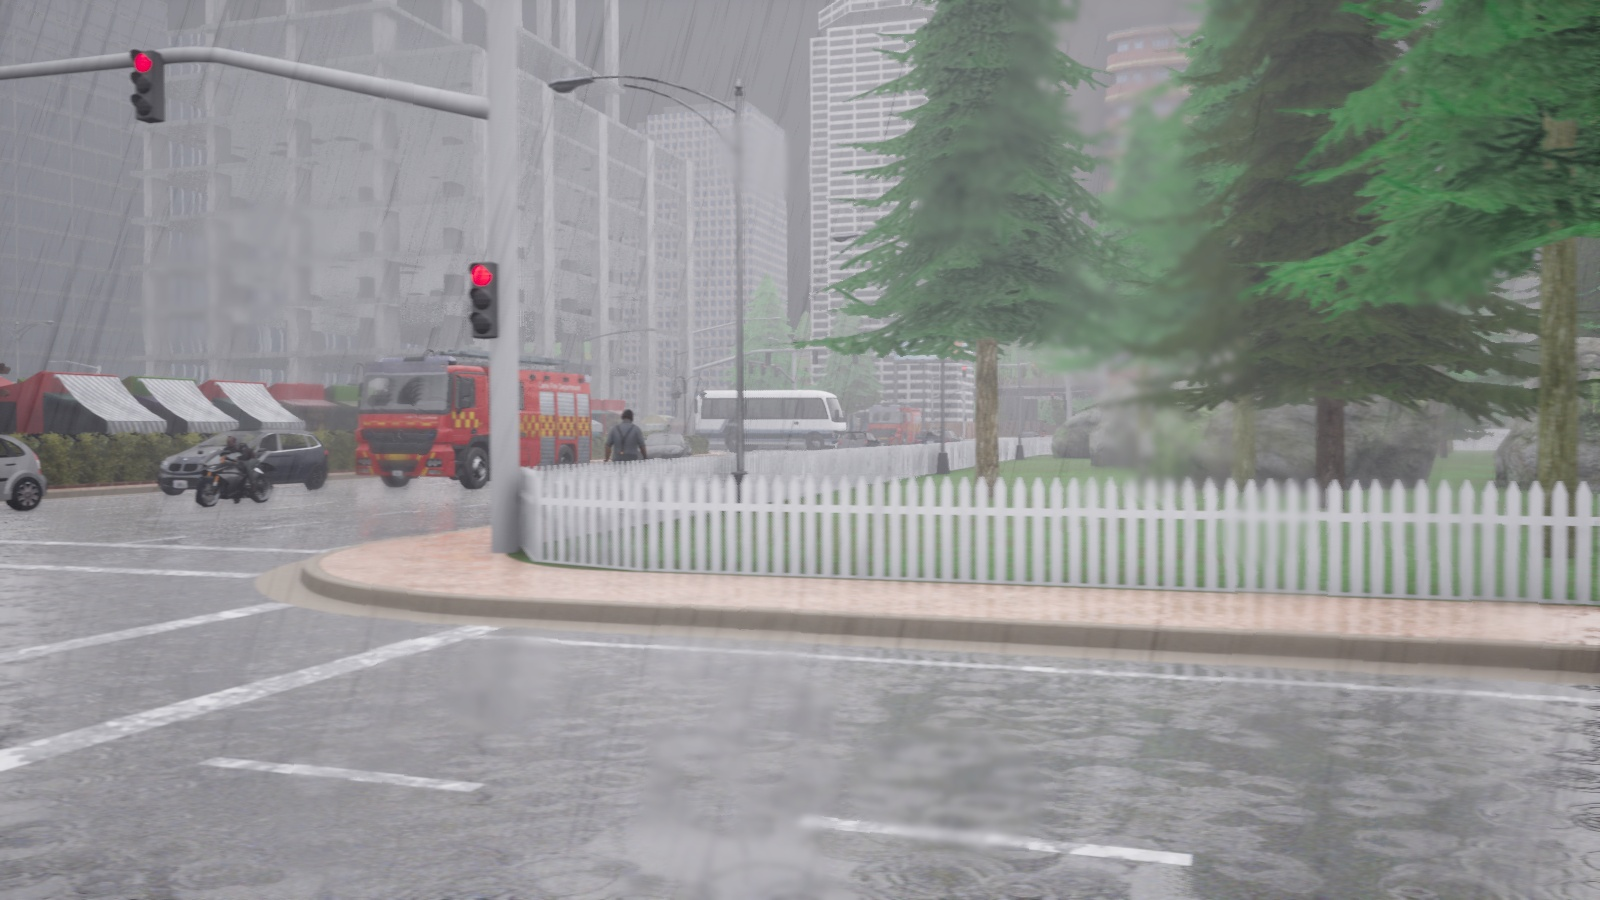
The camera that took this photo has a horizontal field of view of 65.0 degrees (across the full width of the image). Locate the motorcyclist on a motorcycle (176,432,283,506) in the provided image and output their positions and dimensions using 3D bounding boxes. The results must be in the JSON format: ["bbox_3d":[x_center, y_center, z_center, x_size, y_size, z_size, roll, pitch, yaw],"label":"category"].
[{"bbox_3d":[-12.307,0.380,27.184,0.866,1.530,2.191,0,1,17],"label":"motorcyclist on a motorcycle"}]

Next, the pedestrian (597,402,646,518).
[{"bbox_3d":[-2.891,0.148,20.377,0.540,1.848,0.694,0,1,17],"label":"pedestrian"}]

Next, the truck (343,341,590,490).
[{"bbox_3d":[-9.377,-0.960,36.641,2.891,3.827,8.468,0,1,17],"label":"truck"}]

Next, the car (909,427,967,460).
[{"bbox_3d":[7.439,-0.381,67.423,2.242,1.667,4.611,1,1,17],"label":"car"}]

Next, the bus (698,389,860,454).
[{"bbox_3d":[-1.419,-1.956,85.284,10.273,4.253,3.944,1,1,17],"label":"bus"}]

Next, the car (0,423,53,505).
[{"bbox_3d":[-16.871,0.273,24.260,1.851,1.617,3.988,0,1,17],"label":"car"}]

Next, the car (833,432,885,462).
[{"bbox_3d":[3.093,-0.192,65.207,1.845,1.501,3.633,0,1,17],"label":"car"}]

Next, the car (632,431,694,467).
[{"bbox_3d":[-6.000,-0.085,55.489,2.163,1.488,4.792,0,1,1],"label":"car"}]

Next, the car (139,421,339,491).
[{"bbox_3d":[-14.343,0.097,32.455,2.242,1.667,4.611,0,1,17],"label":"car"}]
